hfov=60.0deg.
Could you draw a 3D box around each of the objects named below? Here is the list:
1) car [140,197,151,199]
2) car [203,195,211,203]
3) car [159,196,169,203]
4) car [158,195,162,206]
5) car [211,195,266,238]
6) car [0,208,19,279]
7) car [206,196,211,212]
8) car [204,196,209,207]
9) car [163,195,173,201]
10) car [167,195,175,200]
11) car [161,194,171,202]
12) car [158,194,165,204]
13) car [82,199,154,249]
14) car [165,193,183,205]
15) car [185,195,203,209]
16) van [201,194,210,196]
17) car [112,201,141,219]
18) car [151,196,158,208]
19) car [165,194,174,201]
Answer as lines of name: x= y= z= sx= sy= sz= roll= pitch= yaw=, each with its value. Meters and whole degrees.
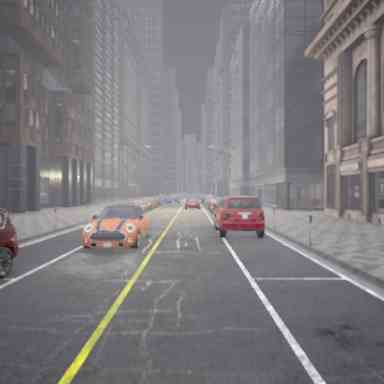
car: x=-5.753 y=1.491 z=35.051 sx=1.752 sy=1.417 sz=4.829 roll=0 pitch=0 yaw=0
car: x=2.774 y=1.500 z=46.432 sx=1.887 sy=1.381 sz=4.507 roll=0 pitch=0 yaw=0
car: x=-5.748 y=1.518 z=68.832 sx=1.802 sy=1.307 sz=4.206 roll=0 pitch=0 yaw=0
car: x=-5.751 y=1.500 z=46.425 sx=1.887 sy=1.381 sz=4.507 roll=0 pitch=0 yaw=0
car: x=2.398 y=1.209 z=17.733 sx=2.150 sy=2.045 sz=5.566 roll=0 pitch=0 yaw=0
car: x=-5.757 y=1.308 z=7.212 sx=2.192 sy=1.841 sz=5.009 roll=0 pitch=0 yaw=0
car: x=2.772 y=1.491 z=35.398 sx=1.752 sy=1.417 sz=4.829 roll=0 pitch=0 yaw=0
car: x=2.773 y=1.505 z=40.830 sx=1.887 sy=1.381 sz=4.507 roll=0 pitch=0 yaw=0
car: x=-5.746 y=1.492 z=80.036 sx=1.947 sy=1.339 sz=4.313 roll=0 pitch=0 yaw=0
car: x=-5.744 y=1.483 z=91.239 sx=1.947 sy=1.339 sz=4.313 roll=0 pitch=0 yaw=0
car: x=-5.746 y=1.371 z=74.434 sx=1.967 sy=1.590 sz=4.097 roll=0 pitch=0 yaw=0
car: x=-5.750 y=1.495 z=52.027 sx=1.887 sy=1.381 sz=4.507 roll=0 pitch=0 yaw=0
car: x=-3.097 y=1.337 z=14.378 sx=2.097 sy=1.767 sz=4.553 roll=0 pitch=0 yaw=0
car: x=-2.990 y=1.231 z=56.279 sx=1.882 sy=1.535 sz=5.008 roll=0 pitch=0 yaw=0
car: x=0.076 y=1.521 z=44.850 sx=1.994 sy=1.385 sz=4.181 roll=0 pitch=0 yaw=0
van: x=2.776 y=1.291 z=52.034 sx=1.690 sy=1.788 sz=3.998 roll=0 pitch=0 yaw=0
car: x=-5.755 y=1.553 z=29.619 sx=1.802 sy=1.307 sz=4.206 roll=0 pitch=0 yaw=0
car: x=-5.752 y=1.401 z=40.823 sx=1.967 sy=1.590 sz=4.097 roll=0 pitch=0 yaw=0
car: x=-5.744 y=1.362 z=85.637 sx=1.967 sy=1.590 sz=4.097 roll=0 pitch=0 yaw=0
